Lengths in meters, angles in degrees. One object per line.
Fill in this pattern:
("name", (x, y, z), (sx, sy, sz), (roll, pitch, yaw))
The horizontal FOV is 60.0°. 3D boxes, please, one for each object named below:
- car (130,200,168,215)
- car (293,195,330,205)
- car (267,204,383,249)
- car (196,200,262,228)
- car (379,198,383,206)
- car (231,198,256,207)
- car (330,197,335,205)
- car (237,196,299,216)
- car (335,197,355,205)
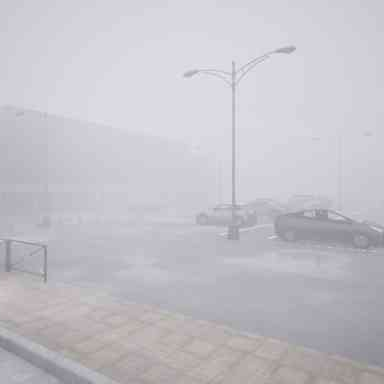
("car", (-4.663, 1.668, 36.694), (2.128, 1.511, 4.902), (0, 0, 35))
("car", (12.912, 1.268, 37.289), (3.866, 1.878, 1.905), (0, 0, 35))
("car", (5.854, 1.490, 14.316), (4.514, 1.523, 2.007), (0, 0, 35))
("car", (2.173, 1.424, 21.356), (3.806, 1.475, 1.970), (0, 0, 35))
("car", (29.371, 1.576, 48.369), (3.806, 1.475, 1.970), (0, 0, 35))
("car", (8.778, 1.723, 55.917), (2.033, 1.411, 5.357), (0, 0, 35))
("car", (14.239, 1.289, 39.907), (4.605, 1.855, 1.932), (0, 0, 35))
("car", (5.584, 1.345, 26.801), (5.027, 1.636, 2.152), (0, 0, 35))
("car", (24.995, 1.565, 55.062), (3.633, 1.501, 1.845), (0, 0, 35))
